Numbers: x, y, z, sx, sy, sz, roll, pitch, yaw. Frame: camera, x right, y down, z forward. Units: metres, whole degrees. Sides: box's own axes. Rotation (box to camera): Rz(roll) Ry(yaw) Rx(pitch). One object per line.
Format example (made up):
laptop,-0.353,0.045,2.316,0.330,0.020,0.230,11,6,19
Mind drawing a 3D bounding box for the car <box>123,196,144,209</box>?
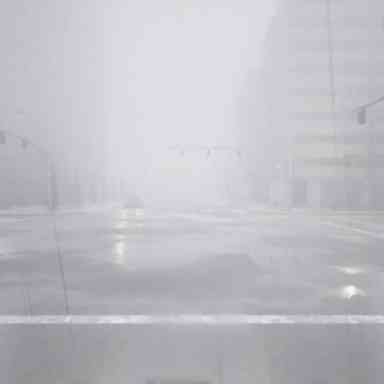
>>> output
car,-7.033,1.305,40.283,1.837,1.490,4.892,0,1,0
